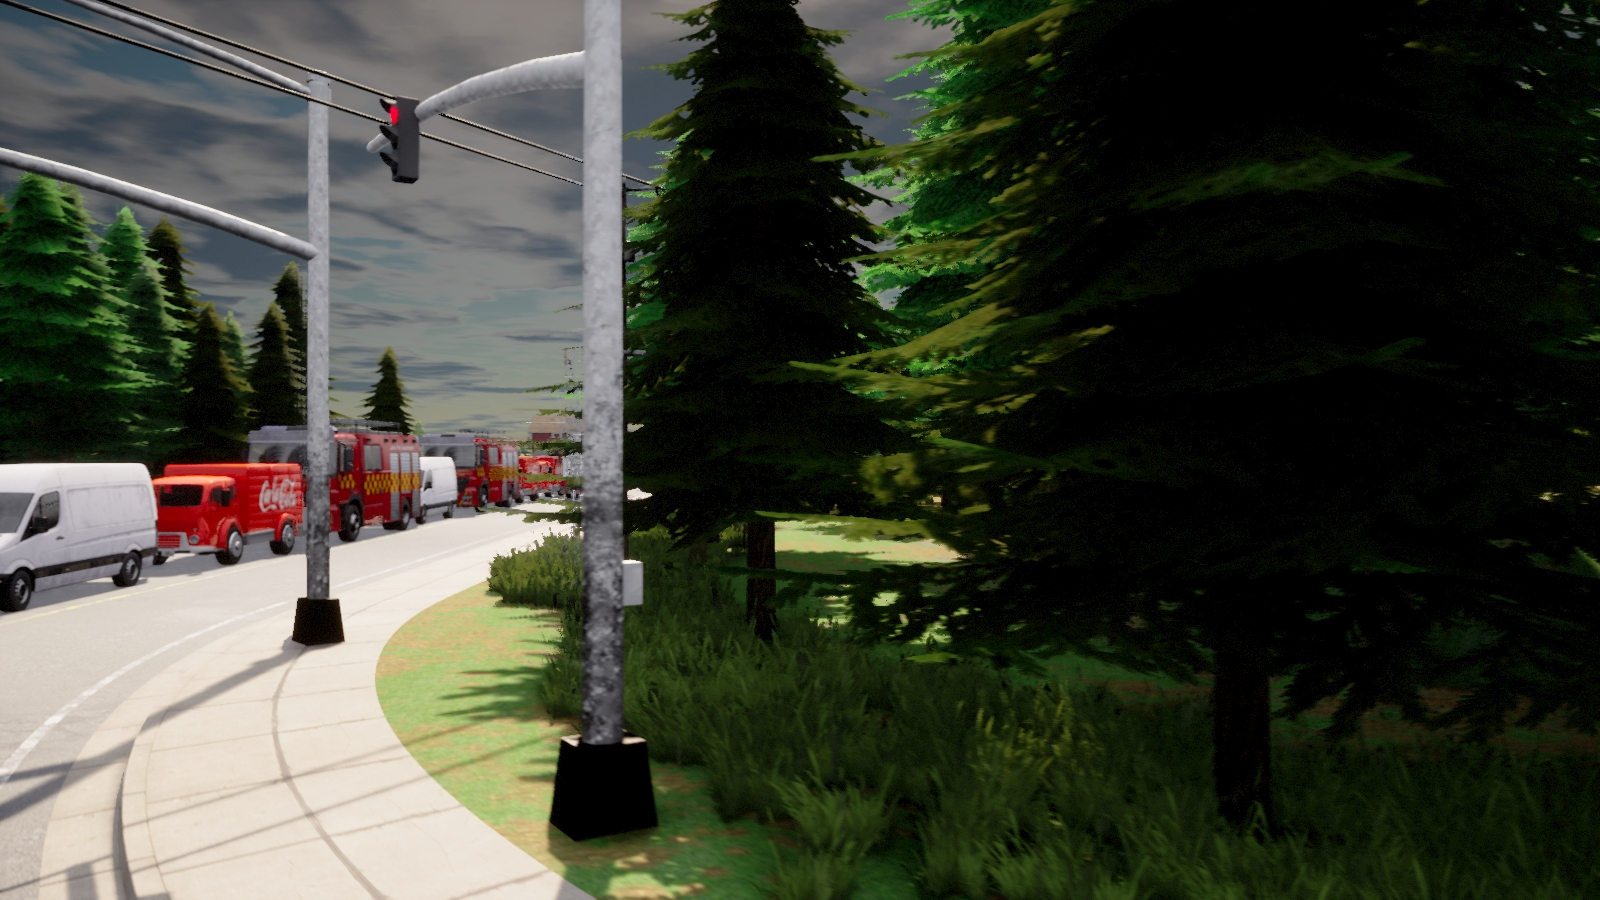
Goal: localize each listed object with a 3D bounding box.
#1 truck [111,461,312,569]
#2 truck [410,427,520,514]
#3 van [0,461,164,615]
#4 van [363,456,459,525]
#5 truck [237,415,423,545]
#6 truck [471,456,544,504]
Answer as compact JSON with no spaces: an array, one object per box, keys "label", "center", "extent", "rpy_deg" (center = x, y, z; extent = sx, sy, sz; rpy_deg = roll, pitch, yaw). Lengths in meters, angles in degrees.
[{"label":"truck","center":[-15.019,1.563,29.627],"extent":[2.627,2.467,5.204],"rpy_deg":[0,0,-2]},{"label":"truck","center":[-15.678,0.899,54.149],"extent":[2.891,3.827,8.468],"rpy_deg":[0,0,-1]},{"label":"van","center":[-14.718,1.529,21.918],"extent":[1.988,2.561,5.915],"rpy_deg":[0,0,-3]},{"label":"van","center":[-15.457,1.544,45.802],"extent":[1.988,2.561,5.915],"rpy_deg":[0,0,-2]},{"label":"truck","center":[-15.257,0.896,37.955],"extent":[2.891,3.827,8.468],"rpy_deg":[0,0,-2]},{"label":"truck","center":[-15.778,1.580,61.951],"extent":[2.627,2.467,5.204],"rpy_deg":[0,0,0]}]
